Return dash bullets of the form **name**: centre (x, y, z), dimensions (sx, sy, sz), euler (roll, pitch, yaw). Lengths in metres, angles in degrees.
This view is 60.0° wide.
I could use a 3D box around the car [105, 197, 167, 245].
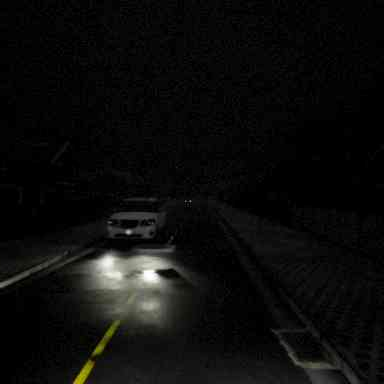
- **car**: centre (-2.484, 1.272, 16.188), dimensions (2.150, 2.045, 5.566), euler (0, 0, 2)
